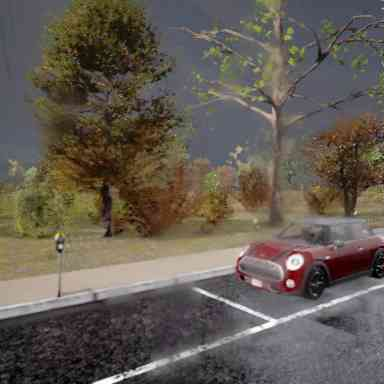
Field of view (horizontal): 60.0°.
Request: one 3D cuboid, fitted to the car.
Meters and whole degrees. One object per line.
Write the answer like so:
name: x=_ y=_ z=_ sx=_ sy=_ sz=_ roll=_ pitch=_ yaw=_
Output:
car: x=3.010 y=1.397 z=8.231 sx=4.097 sy=1.590 sz=1.967 roll=0 pitch=1 yaw=-35
